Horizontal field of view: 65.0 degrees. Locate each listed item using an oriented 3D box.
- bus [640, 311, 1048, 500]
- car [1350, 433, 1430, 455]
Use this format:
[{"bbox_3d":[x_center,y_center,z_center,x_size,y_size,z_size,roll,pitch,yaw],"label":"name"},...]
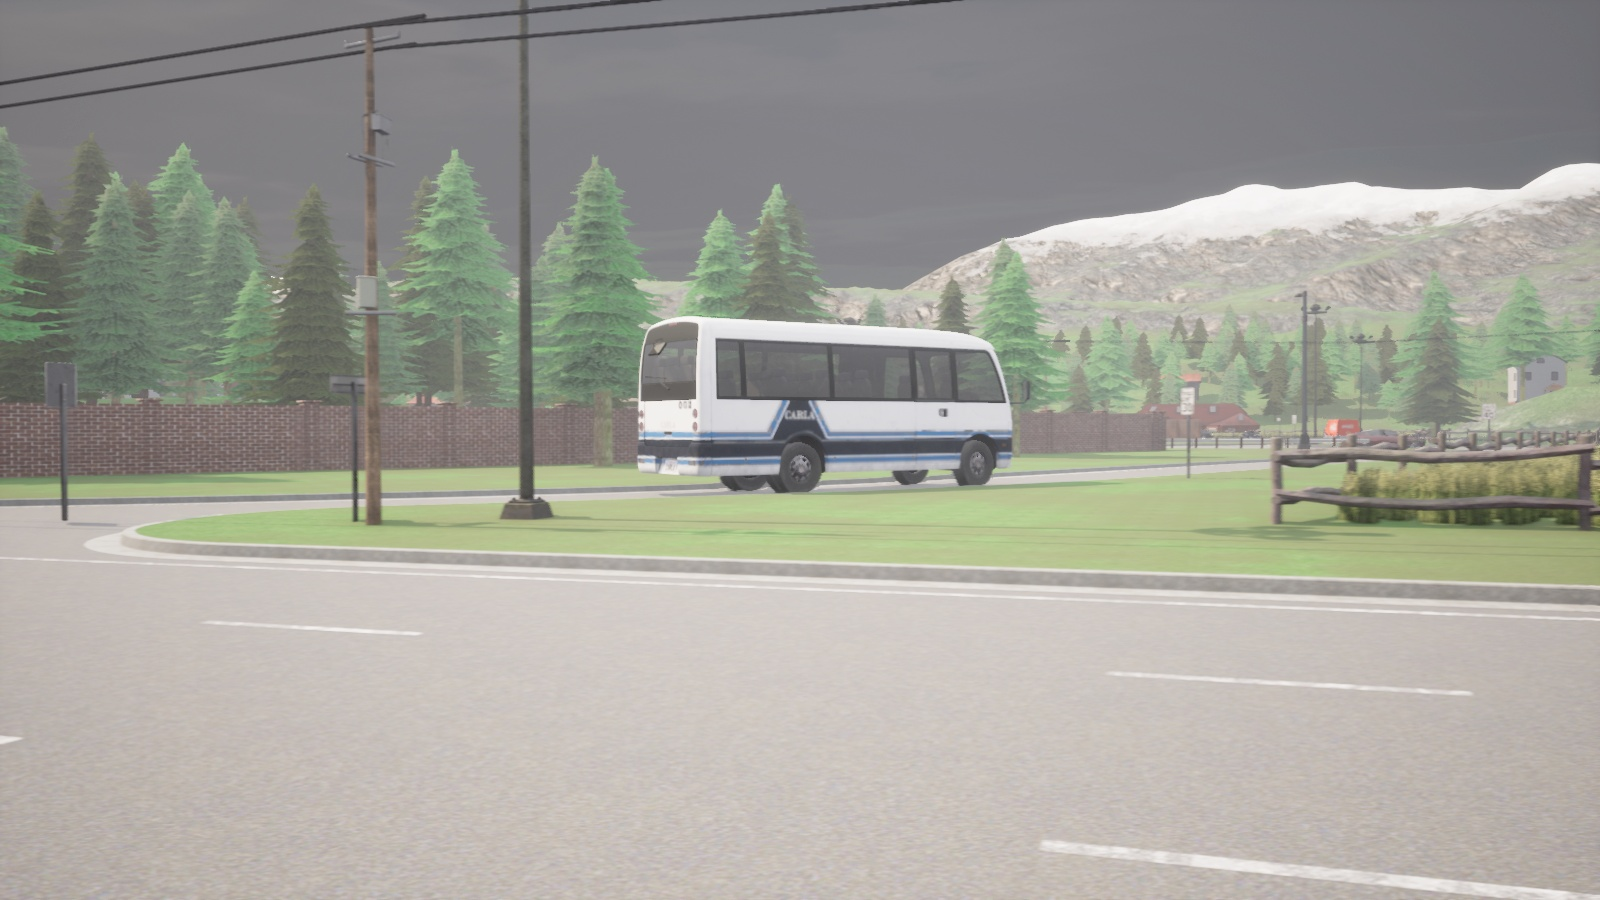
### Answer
[{"bbox_3d":[1.346,-1.070,32.788,10.273,4.253,3.944,0,1,-34],"label":"bus"},{"bbox_3d":[41.004,-0.418,87.331,4.792,1.488,2.163,1,1,18],"label":"car"}]
